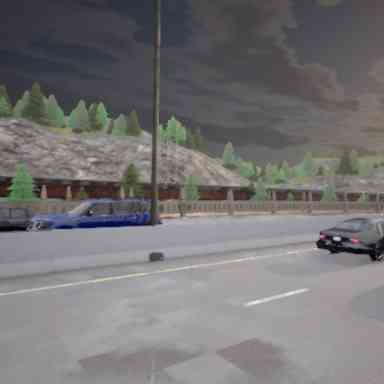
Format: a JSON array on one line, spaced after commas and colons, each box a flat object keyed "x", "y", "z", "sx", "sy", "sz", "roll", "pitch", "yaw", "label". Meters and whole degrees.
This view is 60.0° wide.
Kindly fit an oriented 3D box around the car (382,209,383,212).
[{"x": 25.371, "y": 2.110, "z": 40.325, "sx": 4.892, "sy": 1.490, "sz": 1.837, "roll": 1, "pitch": -1, "yaw": -23, "label": "car"}]

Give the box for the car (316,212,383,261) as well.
[{"x": 7.133, "y": 1.725, "z": 13.133, "sx": 5.357, "sy": 1.411, "sz": 2.033, "roll": 1, "pitch": -1, "yaw": -36, "label": "car"}]

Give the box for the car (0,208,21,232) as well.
[{"x": -10.194, "y": 1.576, "z": 18.217, "sx": 5.357, "sy": 1.411, "sz": 2.033, "roll": 1, "pitch": -1, "yaw": -35, "label": "car"}]

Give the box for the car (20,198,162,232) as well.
[{"x": -3.894, "y": 1.288, "z": 14.110, "sx": 5.566, "sy": 2.045, "sz": 2.150, "roll": 1, "pitch": -1, "yaw": -35, "label": "car"}]
